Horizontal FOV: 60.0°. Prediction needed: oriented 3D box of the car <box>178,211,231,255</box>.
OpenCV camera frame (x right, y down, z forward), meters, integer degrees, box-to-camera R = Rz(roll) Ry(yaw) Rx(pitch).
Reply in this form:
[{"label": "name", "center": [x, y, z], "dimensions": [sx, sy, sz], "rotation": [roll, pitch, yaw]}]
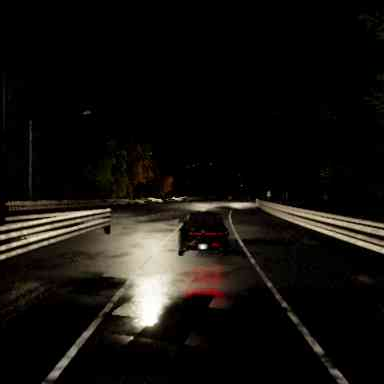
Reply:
[{"label": "car", "center": [0.491, 1.553, 13.499], "dimensions": [1.837, 1.490, 4.892], "rotation": [0, 0, 3]}]
